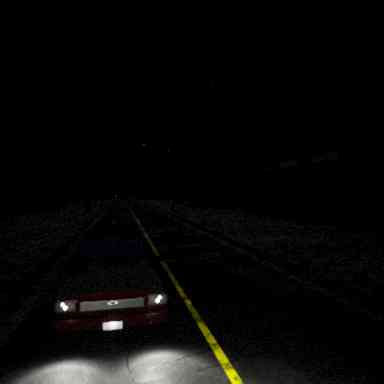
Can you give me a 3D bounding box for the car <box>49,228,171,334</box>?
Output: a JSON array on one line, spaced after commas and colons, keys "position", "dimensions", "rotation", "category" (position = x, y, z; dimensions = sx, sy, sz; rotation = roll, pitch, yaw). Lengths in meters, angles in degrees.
[{"position": [-1.771, 1.549, 7.412], "dimensions": [2.033, 1.411, 5.357], "rotation": [0, 0, -14], "category": "car"}]
